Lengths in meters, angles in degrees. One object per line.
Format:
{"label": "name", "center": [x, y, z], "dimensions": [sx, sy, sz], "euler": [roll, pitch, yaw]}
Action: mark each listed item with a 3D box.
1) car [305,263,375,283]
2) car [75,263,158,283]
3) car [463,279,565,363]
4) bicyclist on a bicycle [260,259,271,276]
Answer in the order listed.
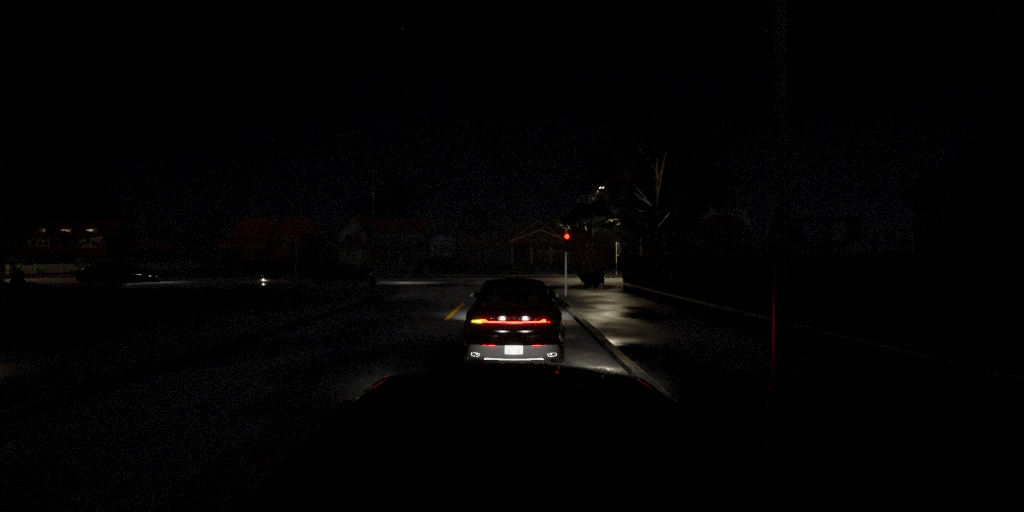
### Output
{"label": "car", "center": [-12.738, 1.241, 26.738], "dimensions": [4.902, 1.511, 2.128], "euler": [0, 0, 1]}
{"label": "car", "center": [-29.481, 1.254, 26.785], "dimensions": [4.892, 1.490, 1.837], "euler": [0, 0, 0]}
{"label": "car", "center": [0.052, 1.255, 8.153], "dimensions": [1.837, 1.490, 4.892], "euler": [0, 0, 1]}
{"label": "bicyclist on a bicycle", "center": [-24.169, 1.099, 35.189], "dimensions": [0.582, 1.620, 1.656], "euler": [0, 0, 0]}
